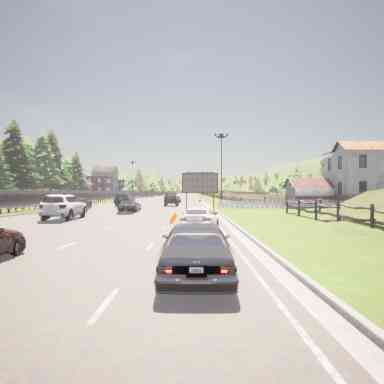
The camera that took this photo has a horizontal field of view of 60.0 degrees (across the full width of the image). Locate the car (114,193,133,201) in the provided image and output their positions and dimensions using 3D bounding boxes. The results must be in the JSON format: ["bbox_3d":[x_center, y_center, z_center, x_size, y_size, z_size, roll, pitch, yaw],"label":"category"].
[{"bbox_3d":[-10.314,1.223,50.816,2.150,2.045,5.566,0,0,0],"label":"car"}]

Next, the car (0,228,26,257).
[{"bbox_3d":[-6.883,1.526,10.007,1.812,1.442,4.674,0,0,0],"label":"car"}]

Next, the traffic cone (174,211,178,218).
[{"bbox_3d":[-1.445,1.955,25.255,0.340,0.580,0.340,0,0,0],"label":"traffic cone"}]

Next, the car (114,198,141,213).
[{"bbox_3d":[-6.838,1.601,36.767,1.895,1.301,4.718,0,0,0],"label":"car"}]

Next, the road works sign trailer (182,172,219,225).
[{"bbox_3d":[0.526,0.464,22.118,2.380,3.560,2.880,0,0,-2],"label":"road works sign trailer"}]

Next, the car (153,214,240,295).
[{"bbox_3d":[0.113,1.547,8.898,2.033,1.411,5.357,0,0,1],"label":"car"}]

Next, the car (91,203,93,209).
[{"bbox_3d":[-13.830,1.504,41.338,1.837,1.490,4.892,0,0,0],"label":"car"}]

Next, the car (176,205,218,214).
[{"bbox_3d":[0.415,1.542,18.506,1.812,1.442,4.674,-1,-1,7],"label":"car"}]

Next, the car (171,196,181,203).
[{"bbox_3d":[-3.283,1.564,68.651,1.994,1.385,4.181,0,0,0],"label":"car"}]

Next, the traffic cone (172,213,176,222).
[{"bbox_3d":[-1.448,1.955,23.255,0.340,0.580,0.340,0,0,0],"label":"traffic cone"}]

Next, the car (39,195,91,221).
[{"bbox_3d":[-10.354,1.224,27.051,2.150,2.045,5.566,0,0,0],"label":"car"}]

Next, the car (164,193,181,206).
[{"bbox_3d":[-3.309,1.221,53.436,2.150,2.045,5.566,0,0,0],"label":"car"}]
